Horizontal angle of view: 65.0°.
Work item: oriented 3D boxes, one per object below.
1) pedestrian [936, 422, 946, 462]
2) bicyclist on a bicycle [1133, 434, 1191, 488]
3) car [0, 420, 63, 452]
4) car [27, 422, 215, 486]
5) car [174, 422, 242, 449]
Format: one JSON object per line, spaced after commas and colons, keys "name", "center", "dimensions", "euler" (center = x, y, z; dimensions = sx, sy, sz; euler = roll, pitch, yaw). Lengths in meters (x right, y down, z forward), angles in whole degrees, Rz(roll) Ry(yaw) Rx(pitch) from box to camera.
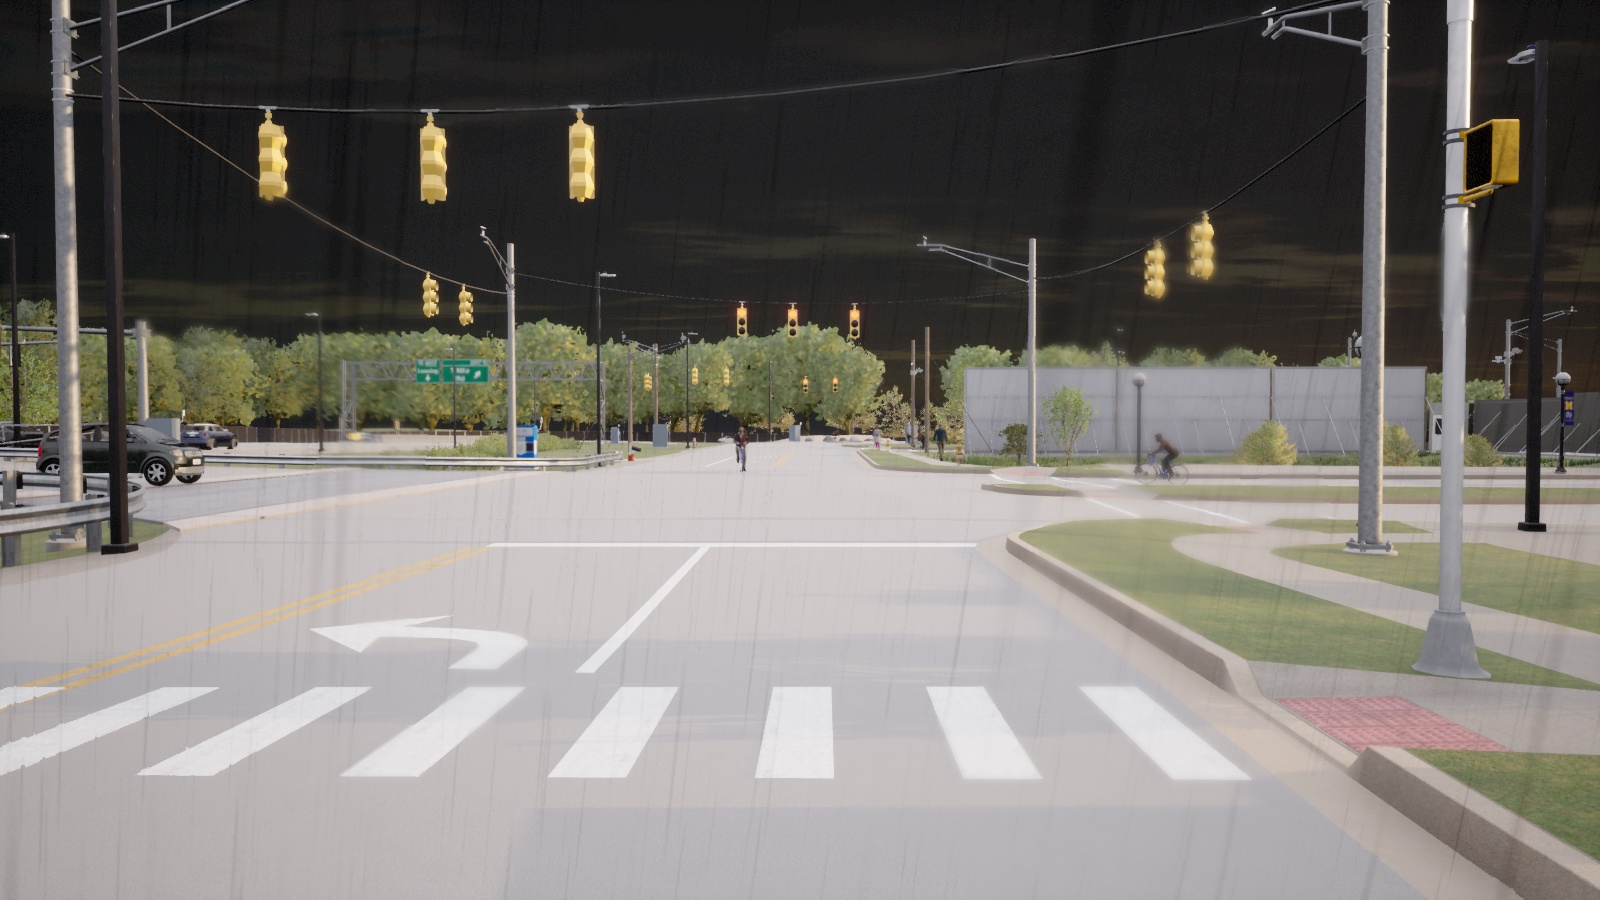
{"name": "pedestrian", "center": [6.663, -0.391, 59.204], "dimensions": [0.402, 1.842, 0.726], "euler": [0, 2, 1]}
{"name": "bicyclist on a bicycle", "center": [11.415, 0.328, 39.641], "dimensions": [1.656, 1.620, 0.582], "euler": [3, 1, 11]}
{"name": "car", "center": [-37.330, -0.670, 59.873], "dimensions": [1.816, 1.474, 4.193], "euler": [0, 1, 1]}
{"name": "car", "center": [-16.832, 0.080, 31.250], "dimensions": [3.705, 1.549, 1.789], "euler": [0, 1, 1]}
{"name": "car", "center": [-33.636, -0.836, 71.457], "dimensions": [1.970, 1.475, 3.806], "euler": [0, 1, 1]}
